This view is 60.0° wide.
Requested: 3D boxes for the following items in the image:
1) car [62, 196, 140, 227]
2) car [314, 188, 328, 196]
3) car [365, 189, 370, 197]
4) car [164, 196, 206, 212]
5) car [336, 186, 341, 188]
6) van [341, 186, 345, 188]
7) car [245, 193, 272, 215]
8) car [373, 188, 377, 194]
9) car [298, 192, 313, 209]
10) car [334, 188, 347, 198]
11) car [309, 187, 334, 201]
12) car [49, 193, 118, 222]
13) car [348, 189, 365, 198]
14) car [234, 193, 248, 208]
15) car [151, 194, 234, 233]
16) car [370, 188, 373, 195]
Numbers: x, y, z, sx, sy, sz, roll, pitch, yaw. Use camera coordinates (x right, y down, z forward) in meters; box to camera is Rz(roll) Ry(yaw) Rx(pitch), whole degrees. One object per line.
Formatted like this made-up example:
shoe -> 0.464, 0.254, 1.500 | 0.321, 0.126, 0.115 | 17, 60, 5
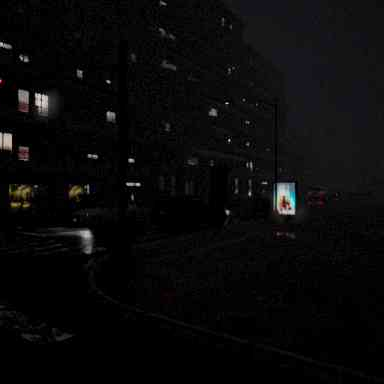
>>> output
car -> -5.201, 1.237, 20.467 | 1.812, 1.442, 4.674 | 0, 1, 35
car -> 28.094, -0.025, 72.377 | 1.967, 1.590, 4.097 | 2, 2, 35
car -> 31.809, 0.097, 63.084 | 1.967, 1.590, 4.097 | 1, 2, 35
car -> -0.584, 1.069, 31.529 | 1.802, 1.307, 4.206 | 2, 2, 35
car -> 34.467, -0.240, 81.456 | 1.967, 1.590, 4.097 | 2, 2, 35
van -> 37.654, -0.447, 85.992 | 1.690, 1.788, 3.998 | 2, 2, 35
car -> 6.311, 1.069, 26.766 | 1.947, 1.339, 4.313 | 1, 2, 35
car -> 38.183, -0.012, 72.167 | 1.887, 1.381, 4.507 | 1, 2, 35
car -> 9.498, 0.964, 31.307 | 1.947, 1.339, 4.313 | 1, 2, 35
car -> 25.090, 0.405, 58.053 | 1.895, 1.301, 4.718 | 0, 1, 35
car -> 18.906, 0.232, 49.245 | 2.150, 2.045, 5.566 | 0, 1, 35
car -> -6.955, 1.009, 22.444 | 2.192, 1.841, 5.009 | 1, 2, 35
car -> 28.621, 0.308, 58.547 | 1.887, 1.381, 4.507 | 1, 2, 35
car -> 3.720, 0.985, 33.164 | 1.994, 1.385, 4.181 | 0, 1, 35
car -> -0.062, 1.025, 17.680 | 2.192, 1.841, 5.009 | 1, 2, 35
car -> 34.995, 0.095, 67.627 | 1.887, 1.381, 4.507 | 1, 2, 35
